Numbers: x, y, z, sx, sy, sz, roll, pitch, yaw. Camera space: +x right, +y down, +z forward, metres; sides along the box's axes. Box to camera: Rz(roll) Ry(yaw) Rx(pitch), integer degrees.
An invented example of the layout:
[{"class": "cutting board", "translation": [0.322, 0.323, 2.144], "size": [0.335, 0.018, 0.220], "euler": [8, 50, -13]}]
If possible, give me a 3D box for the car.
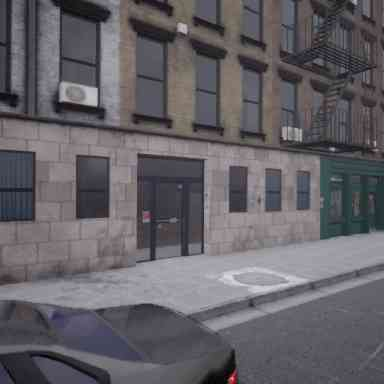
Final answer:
[{"class": "car", "translation": [-2.056, 1.547, 1.909], "size": [5.357, 1.411, 2.033], "euler": [0, 0, -36]}]
